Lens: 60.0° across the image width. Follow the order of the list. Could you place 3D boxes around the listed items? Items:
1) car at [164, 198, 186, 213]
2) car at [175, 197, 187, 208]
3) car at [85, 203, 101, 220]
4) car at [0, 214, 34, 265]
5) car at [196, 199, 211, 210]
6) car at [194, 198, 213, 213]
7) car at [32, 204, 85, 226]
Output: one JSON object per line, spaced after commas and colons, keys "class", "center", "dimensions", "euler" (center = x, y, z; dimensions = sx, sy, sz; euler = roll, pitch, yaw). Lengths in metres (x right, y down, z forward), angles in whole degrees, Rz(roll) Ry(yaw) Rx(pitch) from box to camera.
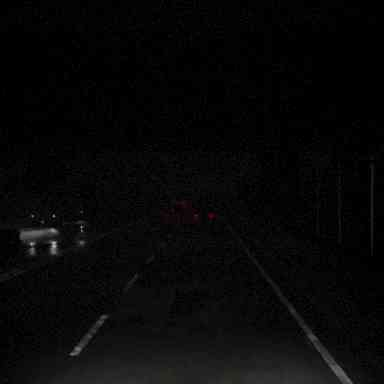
{"class": "car", "center": [-2.097, 1.734, 39.319], "dimensions": [1.895, 1.301, 4.718], "euler": [0, 0, 2]}
{"class": "car", "center": [-1.792, 1.515, 48.299], "dimensions": [2.097, 1.767, 4.553], "euler": [0, 0, 2]}
{"class": "car", "center": [-9.609, 1.699, 29.331], "dimensions": [1.895, 1.301, 4.718], "euler": [0, 0, 2]}
{"class": "car", "center": [-6.833, 1.578, 9.183], "dimensions": [2.033, 1.411, 5.357], "euler": [0, 0, 2]}
{"class": "car", "center": [1.646, 1.709, 47.613], "dimensions": [2.033, 1.411, 5.357], "euler": [0, 0, 2]}
{"class": "car", "center": [1.346, 1.482, 38.212], "dimensions": [2.097, 1.767, 4.553], "euler": [0, 0, 2]}
{"class": "car", "center": [-9.732, 1.681, 24.067], "dimensions": [1.895, 1.301, 4.718], "euler": [0, 0, 2]}
